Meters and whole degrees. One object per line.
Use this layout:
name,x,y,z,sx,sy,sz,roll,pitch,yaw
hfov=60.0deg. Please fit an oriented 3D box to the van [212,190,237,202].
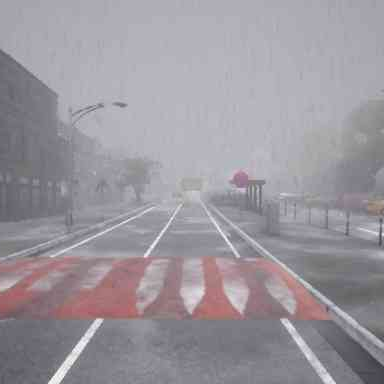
van,5.840,0.718,60.596,4.442,1.987,1.878,0,1,0

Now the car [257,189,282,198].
car,18.804,0.334,80.832,5.566,2.045,2.435,0,1,0

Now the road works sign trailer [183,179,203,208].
road works sign trailer,-0.007,0.136,42.385,2.380,3.560,2.880,0,3,-1

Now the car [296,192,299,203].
car,18.846,1.128,50.303,4.792,1.488,2.163,0,1,0

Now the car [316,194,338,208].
car,18.800,1.253,41.977,4.792,1.488,2.163,0,1,0

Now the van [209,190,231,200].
van,5.829,0.587,69.007,4.442,1.987,1.878,0,1,0

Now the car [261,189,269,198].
car,18.812,0.729,75.287,4.792,1.488,2.163,0,1,0

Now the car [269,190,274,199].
car,18.789,0.848,66.956,5.008,1.535,2.097,0,1,0

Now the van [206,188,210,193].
van,5.599,0.633,66.205,4.442,1.987,1.878,0,1,0

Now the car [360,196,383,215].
car,18.839,1.389,30.875,5.008,1.535,2.097,0,1,0

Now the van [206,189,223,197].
van,5.805,0.245,85.828,4.442,1.987,1.878,0,1,0

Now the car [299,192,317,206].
car,18.635,1.137,47.527,5.366,1.575,1.946,0,1,0

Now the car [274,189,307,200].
car,18.773,0.682,61.400,5.566,2.045,2.435,0,1,0

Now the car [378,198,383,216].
car,18.846,1.472,28.101,4.674,1.452,2.002,0,1,0

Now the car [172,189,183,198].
car,-3.251,0.363,75.878,2.150,2.045,5.566,0,1,0

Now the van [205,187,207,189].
van,5.813,0.372,80.225,4.442,1.987,1.878,0,1,0

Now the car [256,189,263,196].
car,18.751,0.392,78.056,5.566,2.045,2.435,0,1,0

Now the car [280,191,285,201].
car,18.811,0.974,58.628,5.008,1.535,2.097,0,1,0

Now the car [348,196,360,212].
car,18.837,1.388,33.653,4.674,1.452,2.002,0,1,0

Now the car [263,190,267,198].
car,18.757,0.785,72.504,4.792,1.488,2.163,0,1,0

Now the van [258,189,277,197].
van,18.888,0.296,83.608,4.442,1.987,1.878,0,1,0

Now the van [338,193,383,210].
van,18.953,1.080,36.423,4.442,1.987,1.878,0,1,0

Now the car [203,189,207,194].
car,5.707,0.656,77.423,4.892,1.521,2.231,0,1,0

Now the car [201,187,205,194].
car,5.665,0.283,83.024,5.566,2.045,2.435,0,1,0

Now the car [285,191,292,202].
car,18.815,1.016,55.853,5.008,1.535,2.097,0,1,0

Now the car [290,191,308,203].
car,18.820,1.058,53.077,4.892,1.521,2.231,0,1,0

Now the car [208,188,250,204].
car,5.707,0.818,52.186,5.566,2.045,2.435,0,1,0

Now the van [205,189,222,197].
van,5.802,0.181,88.631,4.442,1.987,1.878,0,1,0

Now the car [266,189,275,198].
car,18.975,0.798,69.733,5.366,1.575,1.946,0,1,0

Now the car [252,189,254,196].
car,18.954,0.456,86.387,5.366,1.575,1.946,0,1,0

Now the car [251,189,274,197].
car,18.793,0.144,89.157,5.566,2.045,2.435,0,1,0
